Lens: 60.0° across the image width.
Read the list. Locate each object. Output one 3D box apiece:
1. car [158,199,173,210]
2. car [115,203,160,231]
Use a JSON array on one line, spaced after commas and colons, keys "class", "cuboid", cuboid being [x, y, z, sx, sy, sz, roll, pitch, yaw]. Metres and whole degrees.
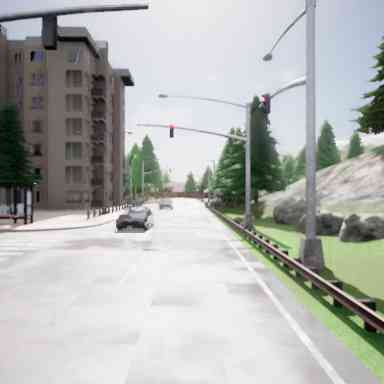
[{"class": "car", "cuboid": [-3.565, 1.661, 46.305, 2.033, 1.411, 5.357, 0, 0, 0]}, {"class": "car", "cuboid": [-3.537, 1.636, 21.548, 2.033, 1.411, 5.357, 0, 0, 0]}]
